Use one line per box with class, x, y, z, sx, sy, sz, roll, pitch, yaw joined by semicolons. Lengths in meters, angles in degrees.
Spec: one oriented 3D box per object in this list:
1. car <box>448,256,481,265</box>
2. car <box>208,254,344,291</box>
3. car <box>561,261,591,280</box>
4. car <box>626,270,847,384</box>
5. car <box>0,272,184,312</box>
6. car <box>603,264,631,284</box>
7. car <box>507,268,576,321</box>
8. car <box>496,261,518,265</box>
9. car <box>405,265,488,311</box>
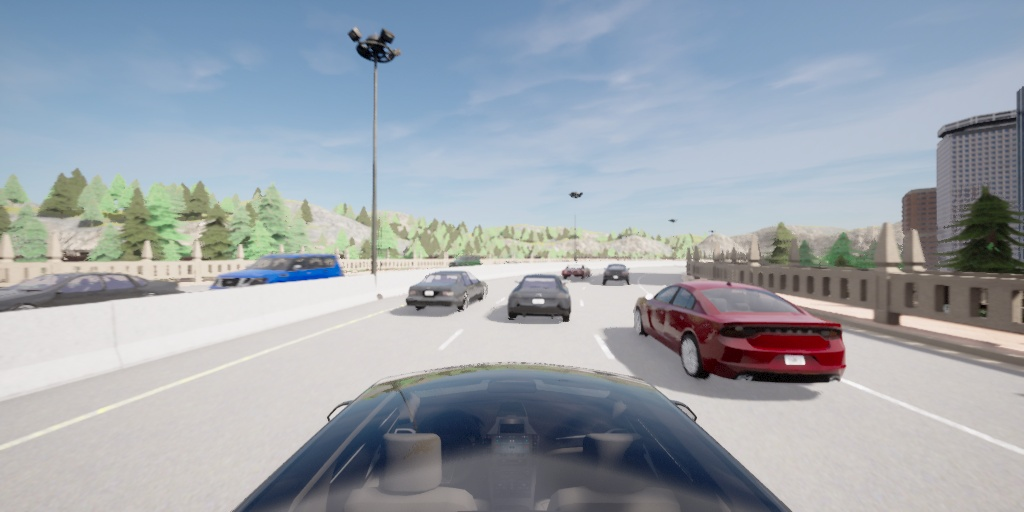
car;-6.254;0.980;48.111;2.150;2.045;5.566;0;0;27
car;-9.446;0.915;15.114;2.150;2.045;5.566;0;0;9
car;5.728;1.354;31.493;1.895;1.301;4.718;0;0;20
car;3.950;1.236;7.261;1.882;1.535;5.008;0;0;4
car;-13.473;1.224;11.108;2.033;1.411;5.357;0;0;6
car;7.785;1.281;26.674;1.812;1.442;4.674;0;0;18
car;1.018;1.301;12.485;1.994;1.385;4.181;0;0;7
car;-0.480;1.386;51.464;1.895;1.301;4.718;0;0;30
car;-2.350;1.270;14.248;2.033;1.411;5.357;0;0;8
